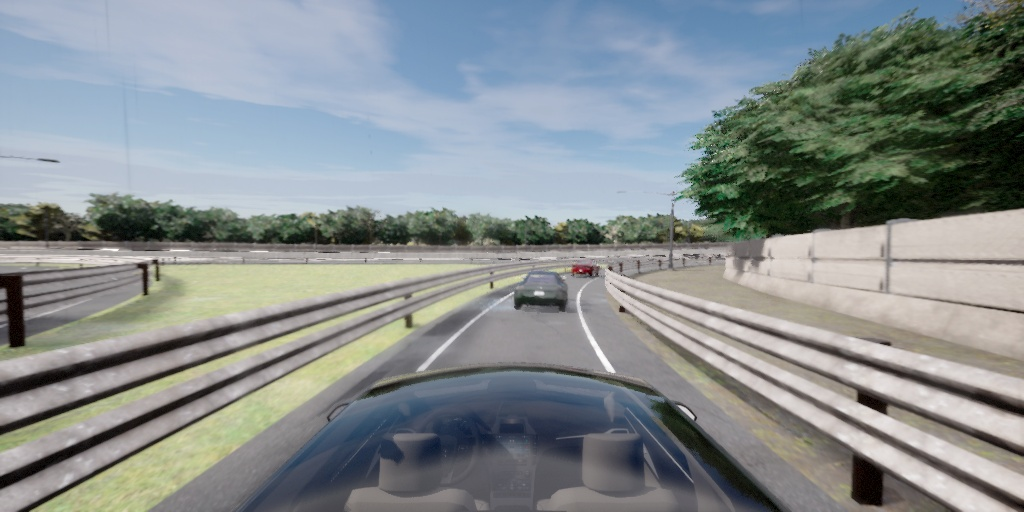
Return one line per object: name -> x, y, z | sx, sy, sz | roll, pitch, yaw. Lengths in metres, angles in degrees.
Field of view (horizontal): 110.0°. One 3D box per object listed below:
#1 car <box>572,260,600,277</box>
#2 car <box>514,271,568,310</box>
car -> 7.167, 1.144, 34.471 | 1.882, 1.535, 5.008 | 1, 1, 24
car -> 1.305, 1.297, 14.769 | 1.994, 1.385, 4.181 | 1, 0, 9
